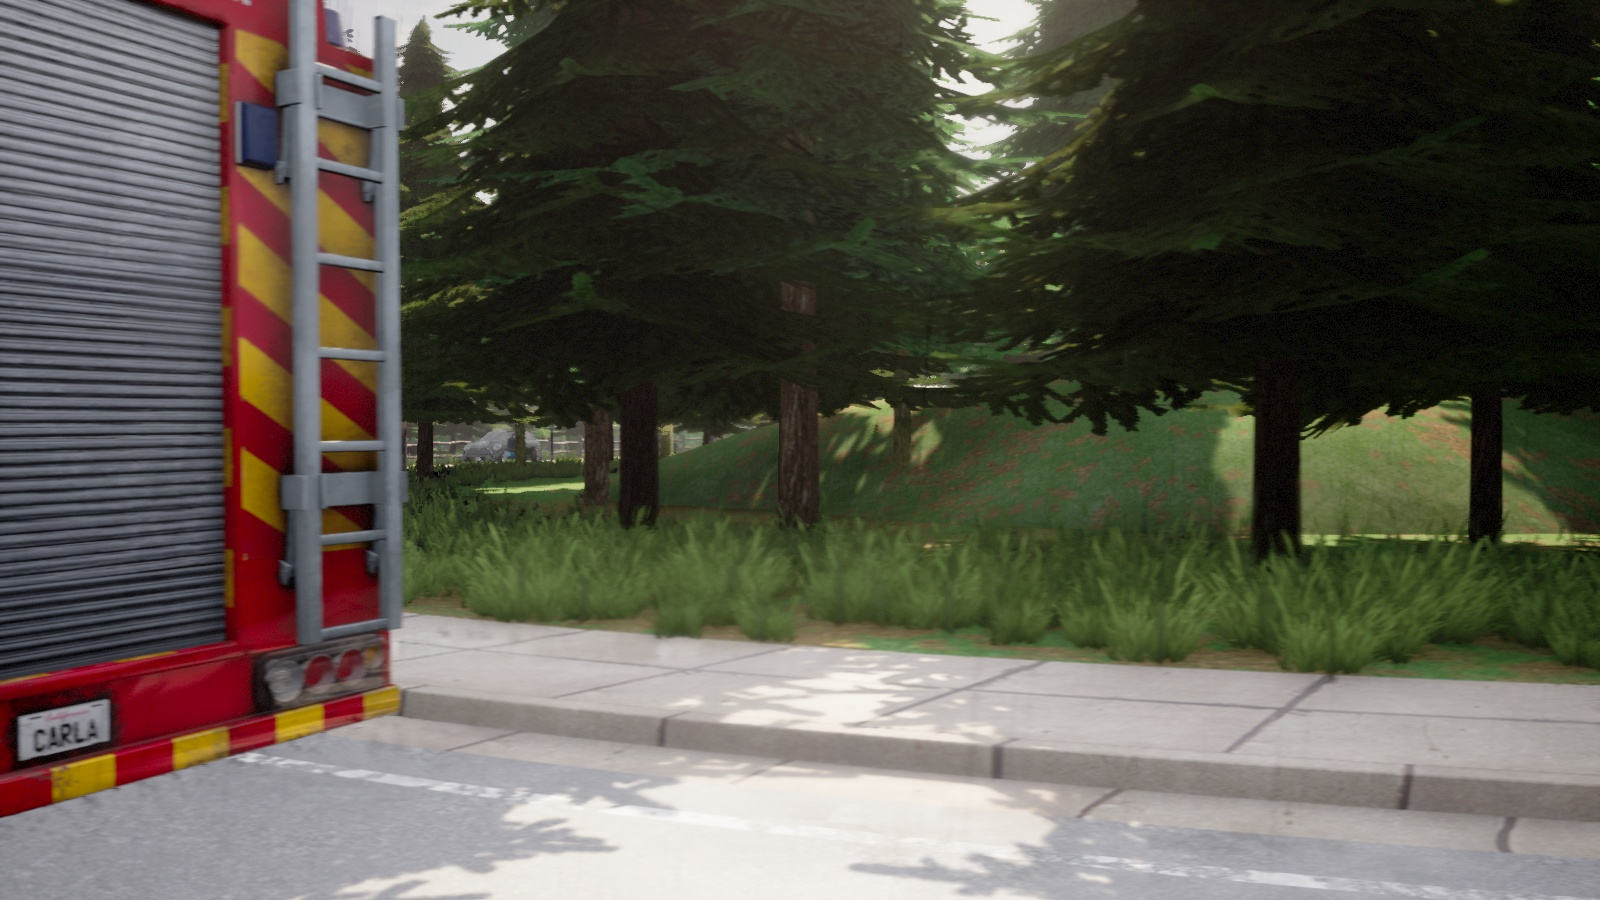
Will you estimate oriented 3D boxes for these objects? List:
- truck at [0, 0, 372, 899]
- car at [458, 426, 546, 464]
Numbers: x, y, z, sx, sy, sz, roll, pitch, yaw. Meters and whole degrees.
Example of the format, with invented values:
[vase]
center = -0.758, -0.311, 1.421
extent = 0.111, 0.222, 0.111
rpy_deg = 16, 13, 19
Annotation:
[truck]
center = -6.255, -0.455, 6.120
extent = 8.468, 3.827, 2.891
rpy_deg = 1, 1, 28
[car]
center = -14.322, -0.280, 60.548
extent = 2.097, 1.767, 4.553
rpy_deg = 1, 1, 17
